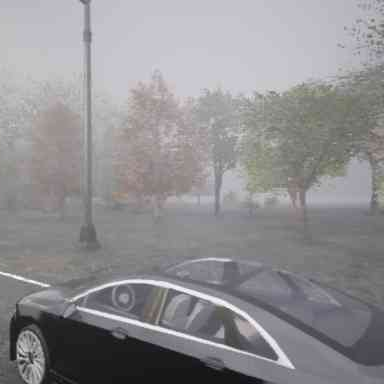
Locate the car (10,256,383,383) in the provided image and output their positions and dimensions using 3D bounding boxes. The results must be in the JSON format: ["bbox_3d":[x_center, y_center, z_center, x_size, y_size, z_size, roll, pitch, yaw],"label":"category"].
[{"bbox_3d":[-0.111,1.493,3.645,4.902,1.511,2.128,0,0,35],"label":"car"}]
